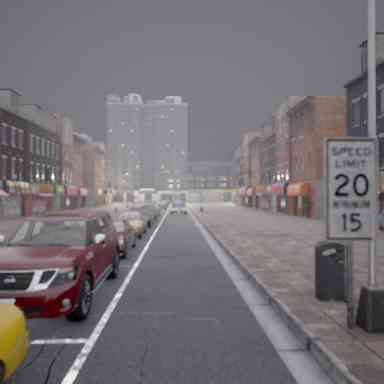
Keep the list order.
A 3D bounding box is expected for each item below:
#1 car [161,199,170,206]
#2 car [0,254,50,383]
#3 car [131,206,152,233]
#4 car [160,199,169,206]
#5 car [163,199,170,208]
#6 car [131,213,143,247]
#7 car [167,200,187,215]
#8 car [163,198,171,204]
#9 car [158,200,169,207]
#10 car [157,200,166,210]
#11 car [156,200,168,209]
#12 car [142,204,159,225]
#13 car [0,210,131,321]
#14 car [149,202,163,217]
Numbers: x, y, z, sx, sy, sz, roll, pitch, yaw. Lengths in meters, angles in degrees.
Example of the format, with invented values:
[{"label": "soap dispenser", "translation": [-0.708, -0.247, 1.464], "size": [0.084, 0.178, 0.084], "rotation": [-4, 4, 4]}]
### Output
[{"label": "car", "translation": [-5.802, 2.226, 72.909], "size": [1.947, 1.339, 4.313], "rotation": [0, -1, -3]}, {"label": "car", "translation": [-2.670, 1.546, 1.934], "size": [1.752, 1.417, 4.829], "rotation": [0, 0, -3]}, {"label": "car", "translation": [-3.391, 1.691, 18.274], "size": [1.752, 1.417, 4.829], "rotation": [0, -1, -3]}, {"label": "car", "translation": [-5.562, 2.193, 67.462], "size": [1.802, 1.307, 4.206], "rotation": [0, -1, -3]}, {"label": "car", "translation": [-4.841, 2.015, 51.123], "size": [2.008, 1.369, 4.403], "rotation": [0, -1, -3]}, {"label": "car", "translation": [-3.158, 1.701, 12.996], "size": [1.802, 1.307, 4.206], "rotation": [0, -1, -3]}, {"label": "car", "translation": [-1.534, 1.946, 38.259], "size": [1.895, 1.301, 4.718], "rotation": [0, -1, -3]}, {"label": "car", "translation": [-6.283, 2.325, 83.802], "size": [1.947, 1.339, 4.313], "rotation": [0, -1, -3]}, {"label": "car", "translation": [-5.322, 2.128, 62.016], "size": [1.947, 1.339, 4.313], "rotation": [0, -1, -3]}, {"label": "car", "translation": [-4.120, 1.866, 34.783], "size": [2.008, 1.369, 4.403], "rotation": [0, -1, -3]}, {"label": "car", "translation": [-5.074, 2.037, 56.399], "size": [1.752, 1.417, 4.829], "rotation": [0, -1, -3]}, {"label": "car", "translation": [-3.639, 1.783, 23.889], "size": [1.947, 1.339, 4.313], "rotation": [0, -1, -3]}, {"label": "car", "translation": [-2.919, 1.385, 7.552], "size": [2.192, 1.841, 5.009], "rotation": [0, 0, -3]}, {"label": "car", "translation": [-3.879, 1.832, 29.336], "size": [1.947, 1.339, 4.313], "rotation": [0, -1, -3]}]
